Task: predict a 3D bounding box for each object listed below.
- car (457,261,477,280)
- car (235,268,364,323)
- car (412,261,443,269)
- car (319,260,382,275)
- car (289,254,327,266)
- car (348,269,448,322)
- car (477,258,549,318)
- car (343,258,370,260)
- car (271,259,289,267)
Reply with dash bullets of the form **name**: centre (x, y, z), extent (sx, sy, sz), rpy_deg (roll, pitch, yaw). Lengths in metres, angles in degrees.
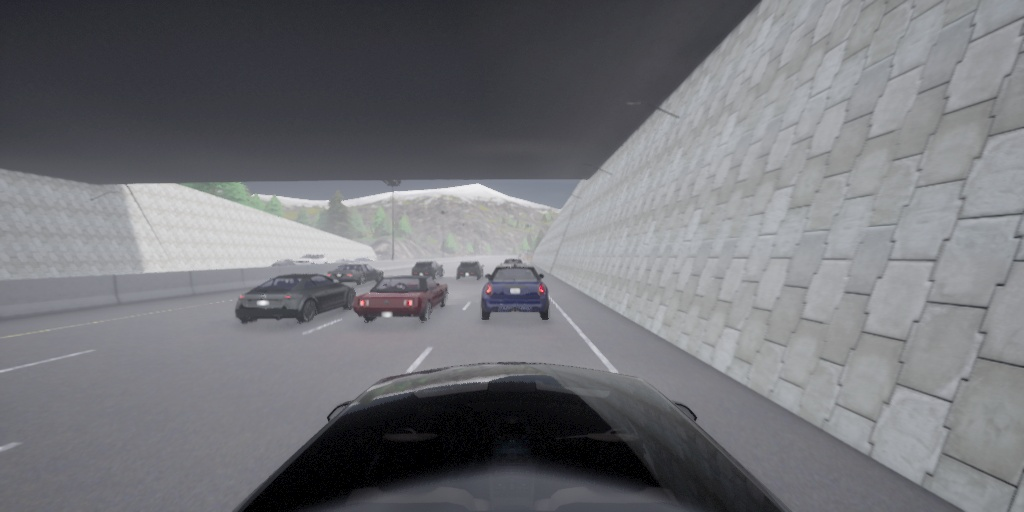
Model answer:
- **car**: centre (-3.393, 1.115, 29.620), extent (1.837, 1.490, 4.892), rpy_deg (0, 0, 0)
- **car**: centre (-6.903, 1.263, 11.947), extent (1.994, 1.385, 4.181), rpy_deg (0, 0, 0)
- **car**: centre (-6.892, 1.115, 29.610), extent (1.837, 1.490, 4.892), rpy_deg (0, 0, 0)
- **car**: centre (-10.398, 1.186, 24.066), extent (2.033, 1.411, 5.357), rpy_deg (0, 0, 0)
- **car**: centre (-28.044, 0.730, 50.159), extent (2.150, 2.045, 5.566), rpy_deg (0, 0, 0)
- **car**: centre (-3.403, 1.299, 12.002), extent (1.895, 1.301, 4.718), rpy_deg (0, 0, 0)
- **car**: centre (0.096, 1.046, 12.759), extent (2.097, 1.767, 4.553), rpy_deg (0, 0, 0)
- **car**: centre (-21.052, 0.987, 49.843), extent (1.882, 1.535, 5.008), rpy_deg (0, 0, 0)
- **car**: centre (-31.537, 1.072, 50.128), extent (1.994, 1.385, 4.181), rpy_deg (0, 0, 0)
